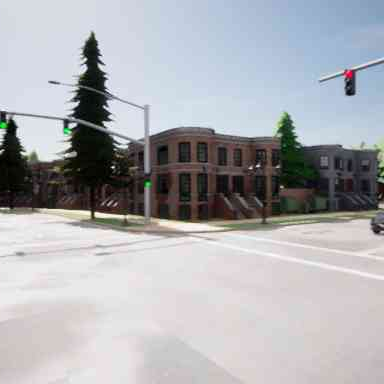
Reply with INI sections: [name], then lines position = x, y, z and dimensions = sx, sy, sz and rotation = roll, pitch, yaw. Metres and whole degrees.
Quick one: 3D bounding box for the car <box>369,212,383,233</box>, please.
[car]
position = 11.487, 1.443, 17.888
dimensions = 4.892, 1.490, 1.837
rotation = 0, 0, -34
